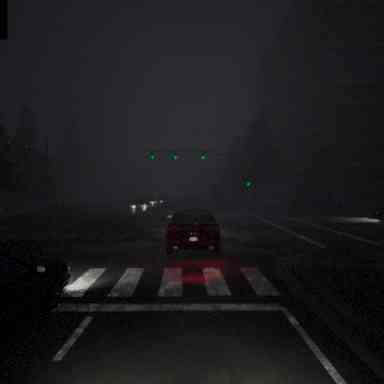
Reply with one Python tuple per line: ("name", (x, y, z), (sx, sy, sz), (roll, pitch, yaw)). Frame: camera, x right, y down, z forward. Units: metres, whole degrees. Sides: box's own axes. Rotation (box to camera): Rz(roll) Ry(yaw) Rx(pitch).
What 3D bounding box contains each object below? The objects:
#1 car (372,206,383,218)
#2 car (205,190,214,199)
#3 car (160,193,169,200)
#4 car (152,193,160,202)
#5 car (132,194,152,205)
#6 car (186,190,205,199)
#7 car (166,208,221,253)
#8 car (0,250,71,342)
("car", (15.992, 1.378, 25.186), (4.181, 1.385, 1.994), (0, 1, 0))
("car", (4.333, 0.467, 76.708), (2.150, 2.045, 5.566), (0, 1, 30))
("car", (-6.285, 0.918, 68.254), (1.895, 1.301, 4.718), (0, 1, 12))
("car", (-7.235, 0.984, 58.008), (1.994, 1.385, 4.181), (0, 1, 1))
("car", (-7.285, 1.044, 48.129), (1.812, 1.442, 4.674), (0, 1, 0))
("car", (0.441, 0.716, 76.825), (1.882, 1.535, 5.008), (0, 1, 30))
("car", (0.043, 1.369, 13.238), (1.882, 1.535, 5.008), (0, 0, 0))
("car", (-3.435, 1.499, 4.489), (2.033, 1.411, 5.357), (0, 1, 0))
